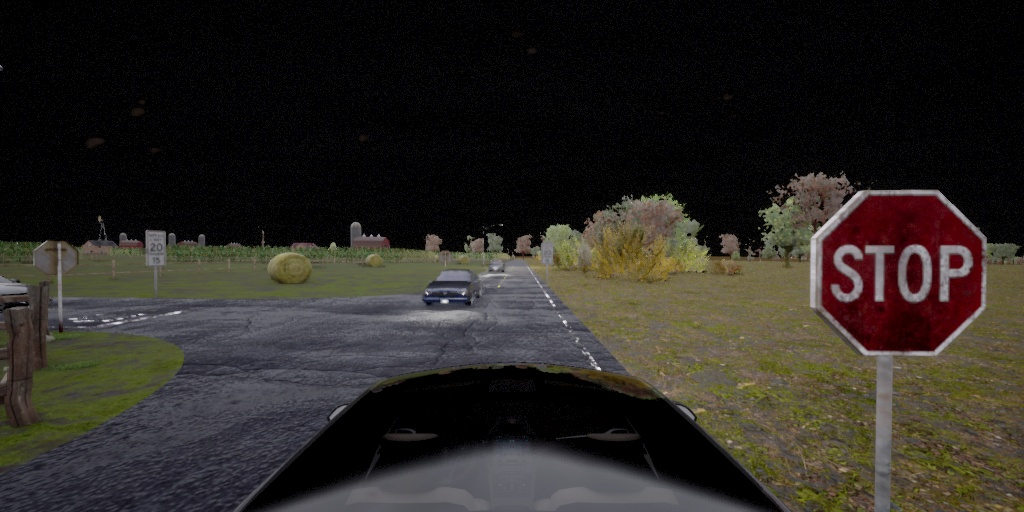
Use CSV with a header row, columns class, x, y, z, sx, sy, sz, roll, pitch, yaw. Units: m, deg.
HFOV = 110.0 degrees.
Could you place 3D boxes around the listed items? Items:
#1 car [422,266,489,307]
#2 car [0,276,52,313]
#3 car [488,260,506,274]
class,x,y,z,sx,sy,sz,roll,pitch,yaw
car,-2.405,1.285,15.773,2.033,1.411,5.357,0,0,1
car,-17.507,1.157,11.163,4.892,1.490,1.837,1,1,1
car,-1.785,1.258,42.500,2.128,1.511,4.902,0,0,1
